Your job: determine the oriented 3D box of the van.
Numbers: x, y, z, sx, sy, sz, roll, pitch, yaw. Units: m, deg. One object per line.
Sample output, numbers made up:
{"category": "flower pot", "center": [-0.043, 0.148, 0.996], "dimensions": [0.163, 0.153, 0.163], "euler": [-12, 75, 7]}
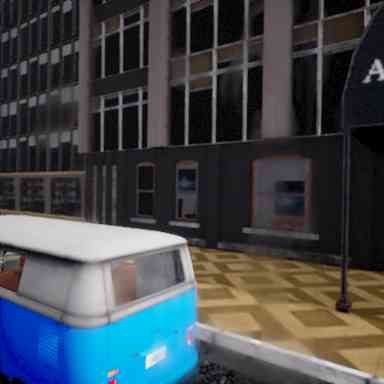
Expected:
{"category": "van", "center": [-1.845, 1.263, 4.172], "dimensions": [3.998, 1.788, 1.690], "euler": [1, 1, 35]}
